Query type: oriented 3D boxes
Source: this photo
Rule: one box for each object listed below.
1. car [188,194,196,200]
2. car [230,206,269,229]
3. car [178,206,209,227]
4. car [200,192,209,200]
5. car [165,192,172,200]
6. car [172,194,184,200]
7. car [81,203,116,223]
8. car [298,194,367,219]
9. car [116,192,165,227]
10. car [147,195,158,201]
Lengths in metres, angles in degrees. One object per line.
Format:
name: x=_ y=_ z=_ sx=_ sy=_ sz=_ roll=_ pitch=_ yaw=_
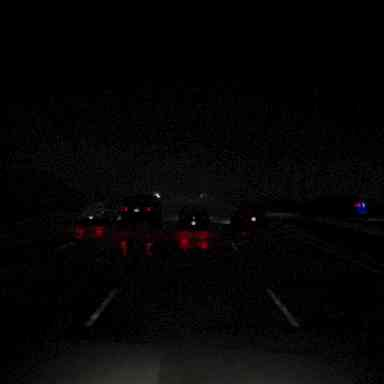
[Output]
car: x=0.002 y=1.482 z=89.373 sx=1.812 sy=1.442 sz=4.674 roll=0 pitch=0 yaw=0
car: x=3.602 y=1.557 z=21.434 sx=1.994 sy=1.385 sz=4.181 roll=0 pitch=0 yaw=0
car: x=0.101 y=1.594 z=22.455 sx=1.895 sy=1.301 sz=4.718 roll=0 pitch=0 yaw=0
car: x=3.502 y=1.482 z=89.373 sx=1.812 sy=1.442 sz=4.674 roll=0 pitch=0 yaw=0
car: x=-6.998 y=1.180 z=88.847 sx=2.150 sy=2.045 sz=5.566 roll=0 pitch=0 yaw=0
car: x=-3.498 y=1.433 z=88.817 sx=1.882 sy=1.535 sz=5.008 roll=0 pitch=0 yaw=0
car: x=-6.898 y=1.518 z=25.023 sx=1.812 sy=1.442 sz=4.674 roll=0 pitch=0 yaw=0
car: x=12.180 y=1.214 z=29.121 sx=2.150 sy=2.045 sz=5.566 roll=0 pitch=0 yaw=-44
car: x=-3.400 y=1.214 z=23.090 sx=2.150 sy=2.045 sz=5.566 roll=0 pitch=0 yaw=0
car: x=-10.498 y=1.490 z=88.818 sx=2.128 sy=1.511 sz=4.902 roll=0 pitch=0 yaw=0
